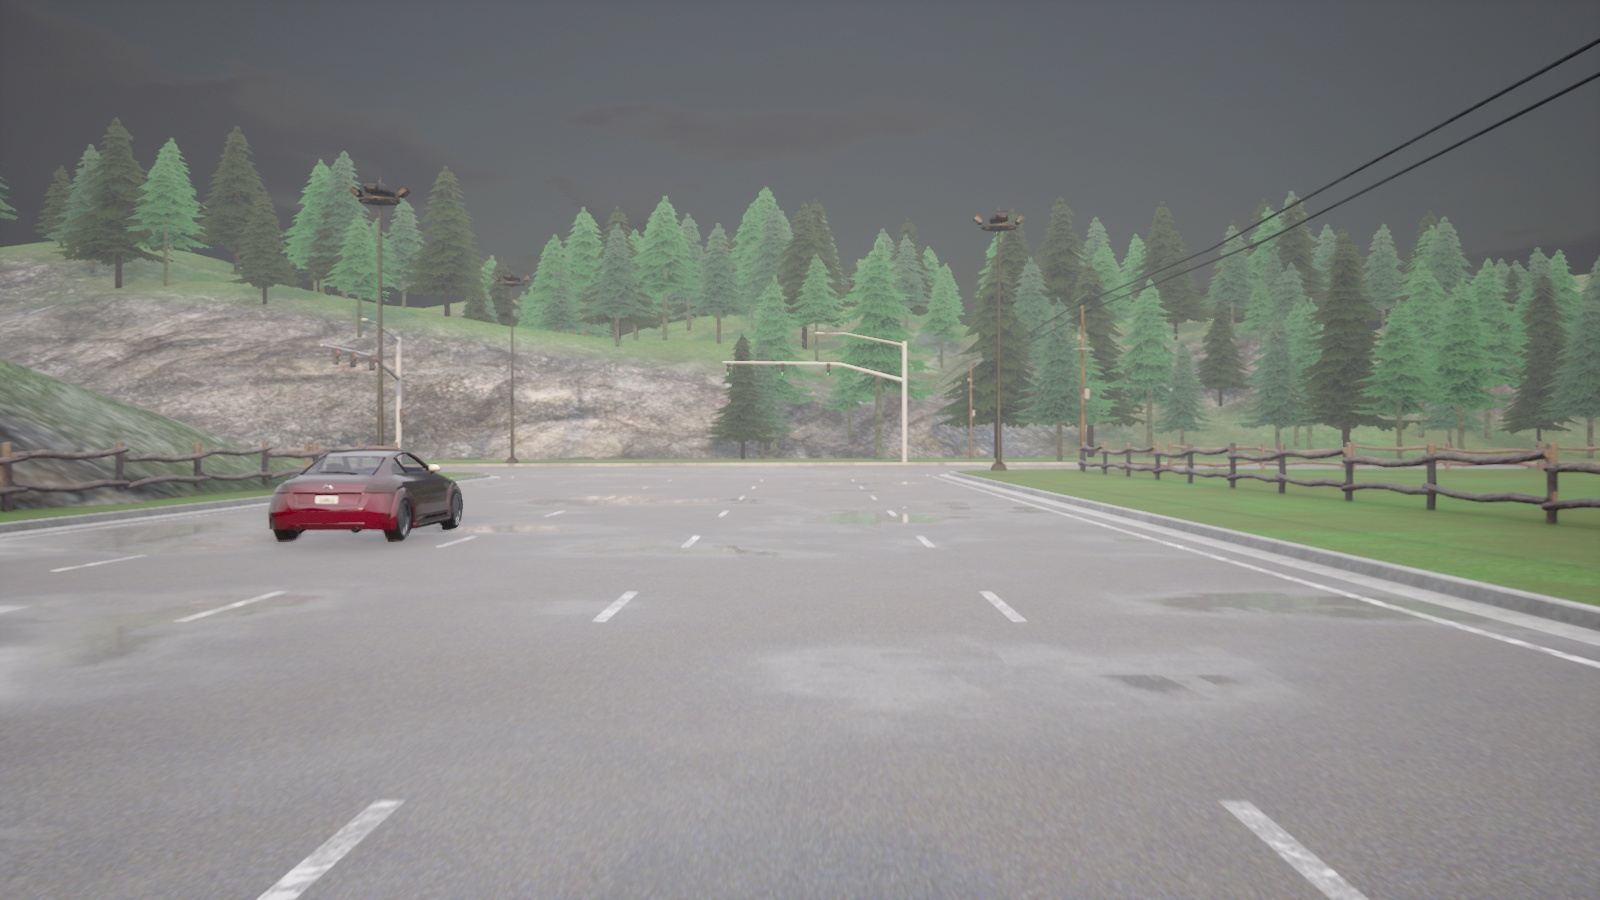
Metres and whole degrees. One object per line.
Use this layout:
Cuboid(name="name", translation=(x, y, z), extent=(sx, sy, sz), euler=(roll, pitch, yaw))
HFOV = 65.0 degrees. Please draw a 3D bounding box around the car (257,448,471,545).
Cuboid(name="car", translation=(-6.870, 0.674, 20.298), extent=(1.994, 1.385, 4.181), euler=(0, 0, 0))
